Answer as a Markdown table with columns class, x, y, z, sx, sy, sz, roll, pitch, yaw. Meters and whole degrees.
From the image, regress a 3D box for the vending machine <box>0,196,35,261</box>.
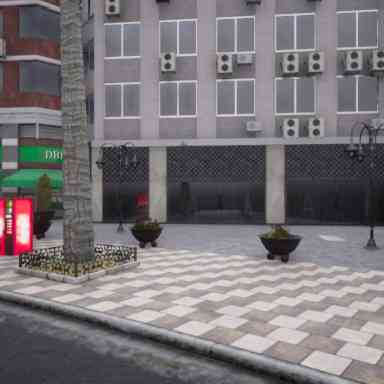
| class | x | y | z | sx | sy | sz | roll | pitch | yaw |
| --- | --- | --- | --- | --- | --- | --- | --- | --- | --- |
| vending machine | -6.203 | 1.195 | 11.454 | 0.880 | 2.100 | 1.100 | 0 | 0 | 23 |
